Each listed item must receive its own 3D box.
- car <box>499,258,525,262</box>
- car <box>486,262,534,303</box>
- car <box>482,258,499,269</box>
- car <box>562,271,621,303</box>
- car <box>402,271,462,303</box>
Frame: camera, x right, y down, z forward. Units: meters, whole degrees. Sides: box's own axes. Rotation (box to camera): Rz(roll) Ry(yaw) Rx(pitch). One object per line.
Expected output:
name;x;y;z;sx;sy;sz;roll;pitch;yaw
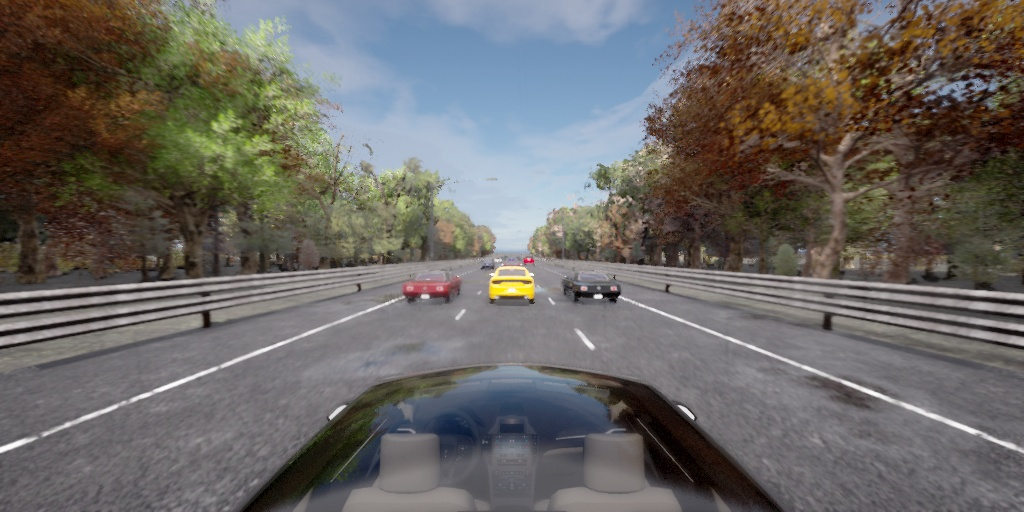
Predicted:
car;-0.007;1.210;35.819;1.882;1.535;5.008;0;0;0
car;-0.002;1.224;16.753;1.882;1.535;5.008;0;0;0
car;-3.508;1.261;53.794;2.033;1.411;5.357;0;0;0
car;3.497;1.348;16.729;1.895;1.301;4.718;0;0;0
car;-3.503;1.347;16.729;1.895;1.301;4.718;0;0;0
